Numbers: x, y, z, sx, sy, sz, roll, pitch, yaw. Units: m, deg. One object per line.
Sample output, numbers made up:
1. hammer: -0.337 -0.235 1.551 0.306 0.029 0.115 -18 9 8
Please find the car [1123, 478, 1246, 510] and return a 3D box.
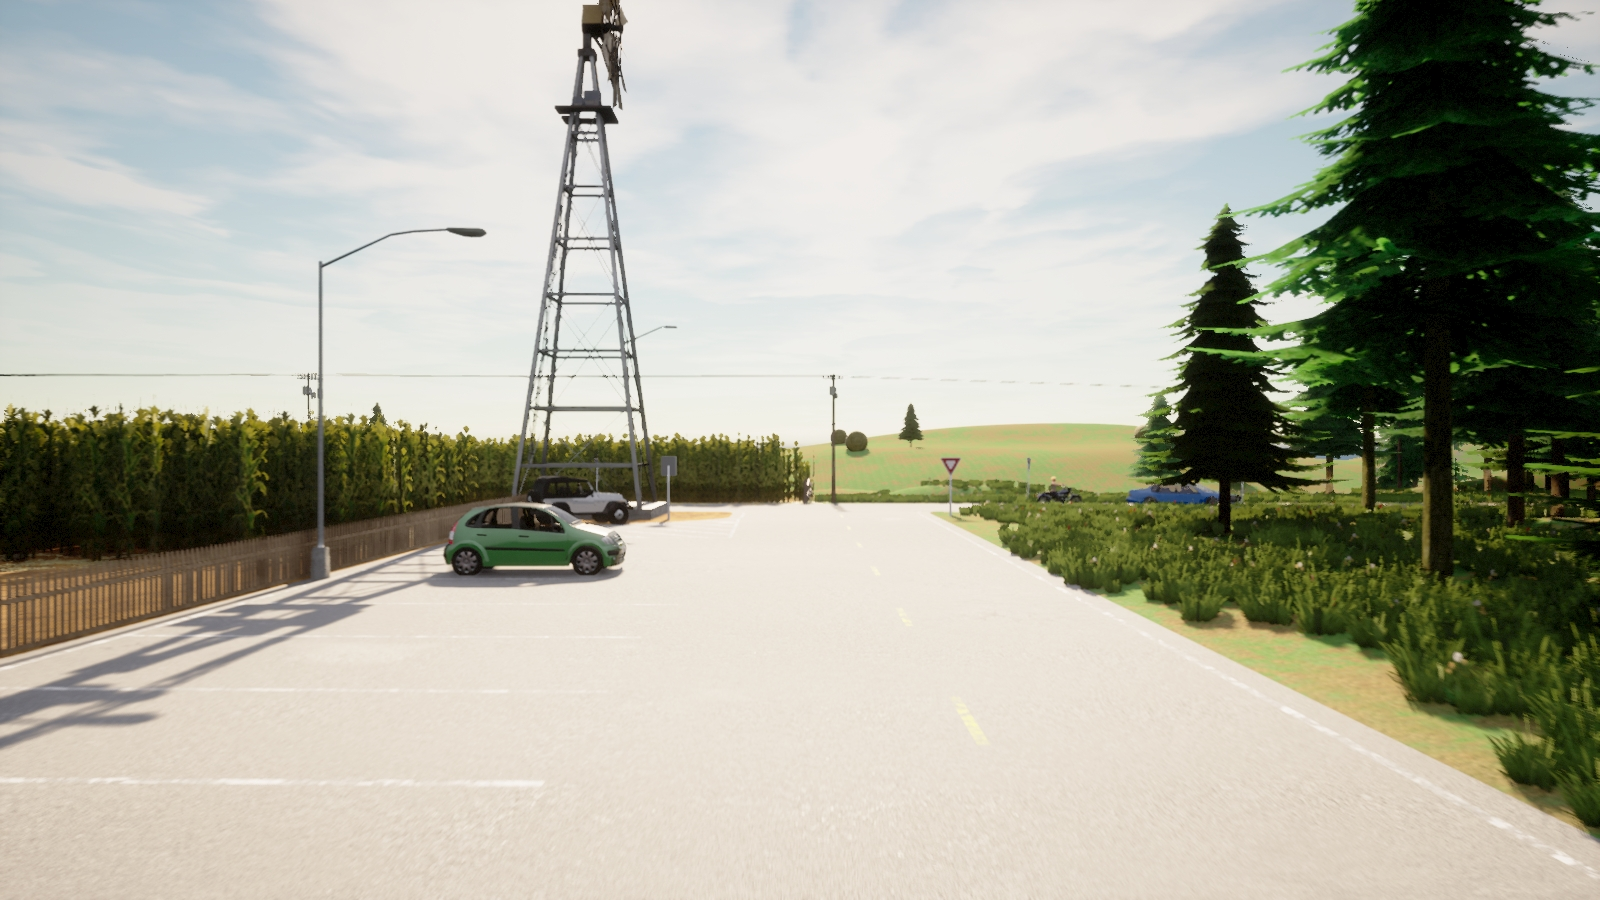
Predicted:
1. car: 18.783 2.106 55.901 5.357 1.411 2.033 0 0 36
